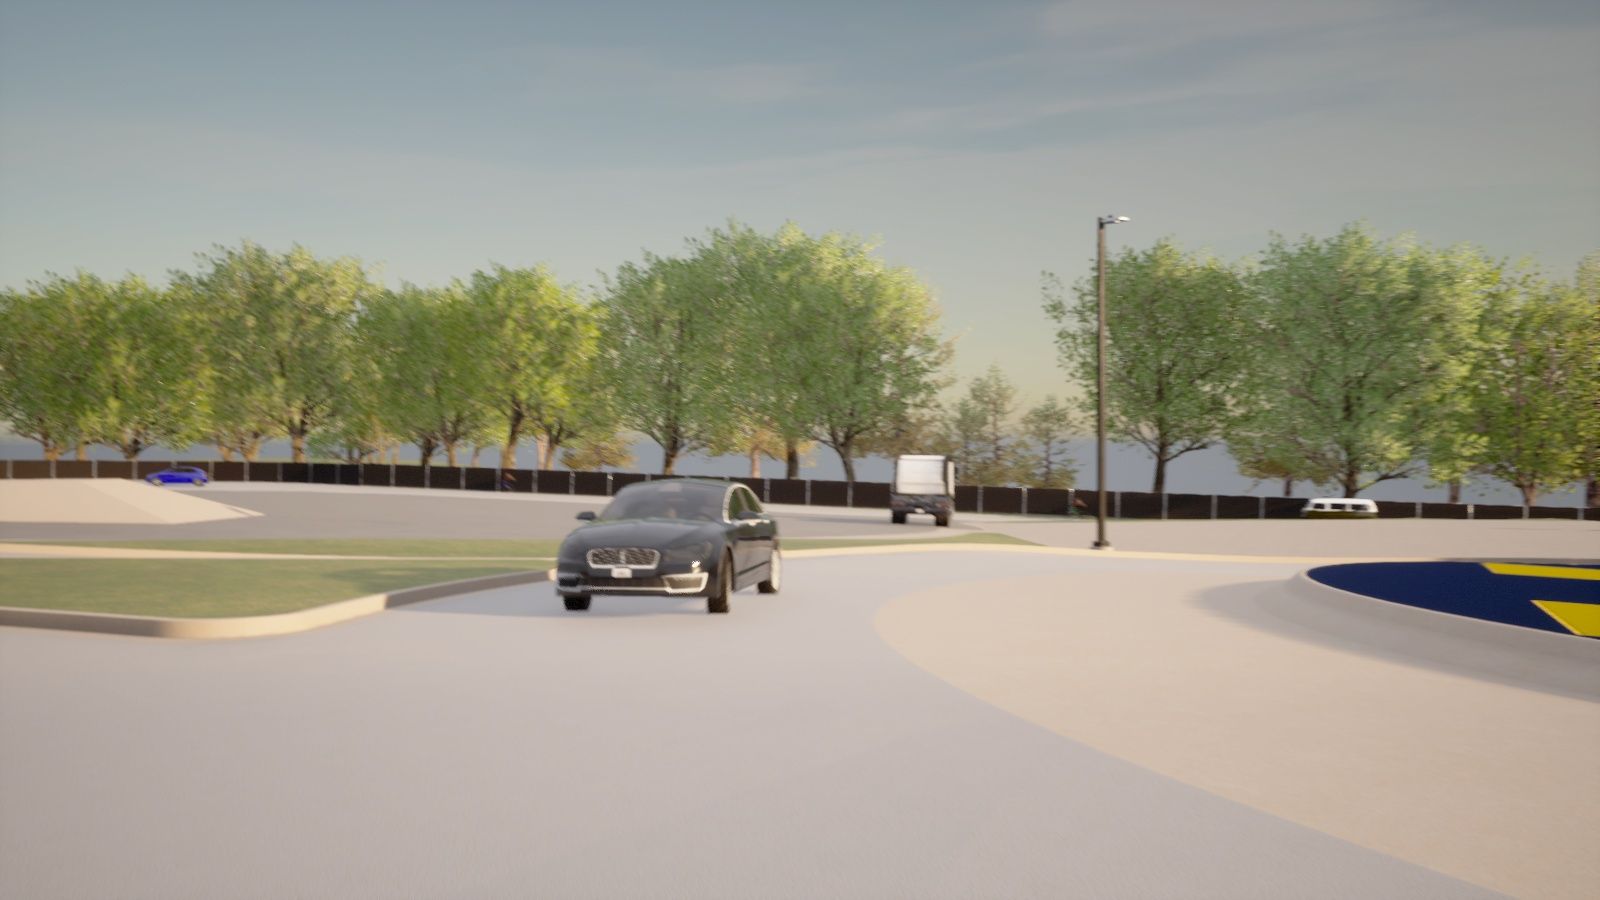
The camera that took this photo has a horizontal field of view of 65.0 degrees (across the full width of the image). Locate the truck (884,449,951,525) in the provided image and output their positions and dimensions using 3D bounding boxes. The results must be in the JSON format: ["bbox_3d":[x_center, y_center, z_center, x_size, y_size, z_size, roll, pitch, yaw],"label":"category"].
[{"bbox_3d":[5.888,1.791,61.711,2.891,3.462,7.936,1,-1,8],"label":"truck"}]

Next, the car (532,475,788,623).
[{"bbox_3d":[-1.467,1.101,15.210,1.837,1.490,4.892,-1,-2,9],"label":"car"}]

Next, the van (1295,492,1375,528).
[{"bbox_3d":[34.416,3.847,80.879,4.480,2.038,2.069,1,1,15],"label":"van"}]
